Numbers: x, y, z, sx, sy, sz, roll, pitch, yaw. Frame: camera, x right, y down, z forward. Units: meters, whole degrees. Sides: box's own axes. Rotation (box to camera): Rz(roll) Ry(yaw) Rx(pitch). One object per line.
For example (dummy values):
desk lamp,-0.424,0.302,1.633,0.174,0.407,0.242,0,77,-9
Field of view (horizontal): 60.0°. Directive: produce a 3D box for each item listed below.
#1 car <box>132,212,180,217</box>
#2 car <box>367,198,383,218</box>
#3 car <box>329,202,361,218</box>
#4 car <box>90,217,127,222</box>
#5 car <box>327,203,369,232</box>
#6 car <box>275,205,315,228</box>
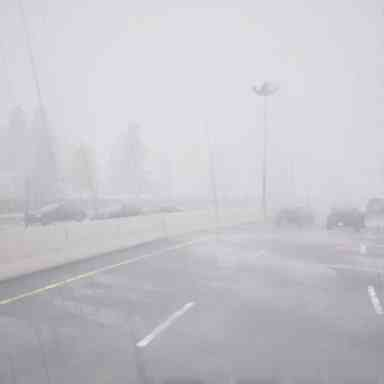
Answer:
car,-2.007,1.643,22.470,1.994,1.385,4.181,1,0,30
car,19.542,1.620,33.935,2.150,2.045,5.566,0,0,42
car,16.485,1.892,35.743,1.812,1.442,4.674,0,0,42
car,-5.190,1.573,23.947,1.812,1.442,4.674,0,0,30
car,10.271,1.729,22.045,1.837,1.490,4.892,1,-1,33
car,7.569,1.709,24.267,1.837,1.490,4.892,1,0,33
